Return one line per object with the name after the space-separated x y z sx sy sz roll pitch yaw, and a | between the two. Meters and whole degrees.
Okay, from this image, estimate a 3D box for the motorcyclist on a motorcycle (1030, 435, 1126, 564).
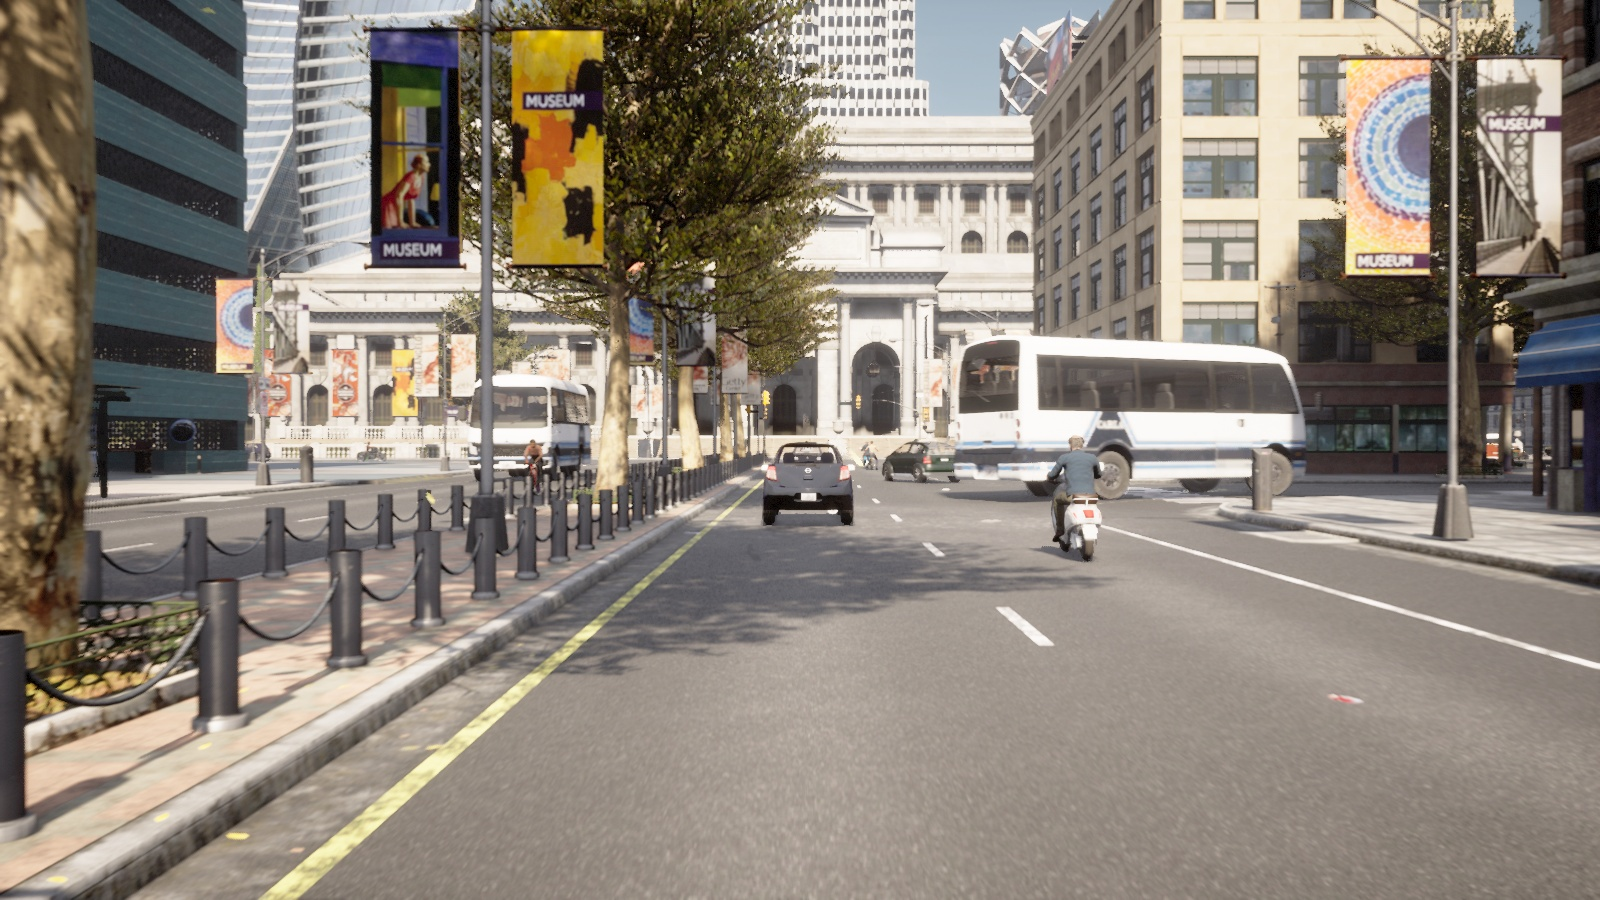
3.609 0.610 16.444 0.866 1.590 1.817 0 0 0 | motorcyclist on a motorcycle

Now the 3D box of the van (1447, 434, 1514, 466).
45.441 0.027 83.991 2.069 2.038 4.480 0 -1 1 | van

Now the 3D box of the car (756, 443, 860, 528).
0.152 0.624 24.131 1.845 1.501 3.633 0 0 0 | car

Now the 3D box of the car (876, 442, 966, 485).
4.543 0.460 47.629 1.789 1.549 3.705 0 1 -23 | car

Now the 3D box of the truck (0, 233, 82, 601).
-8.558 -0.299 9.994 2.891 3.462 7.936 0 0 -14 | truck

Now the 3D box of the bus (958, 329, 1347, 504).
9.781 -0.817 34.635 10.273 4.253 3.944 0 0 -26 | bus

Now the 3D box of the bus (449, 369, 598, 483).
-11.200 -0.934 52.297 3.944 4.253 10.273 0 0 0 | bus
